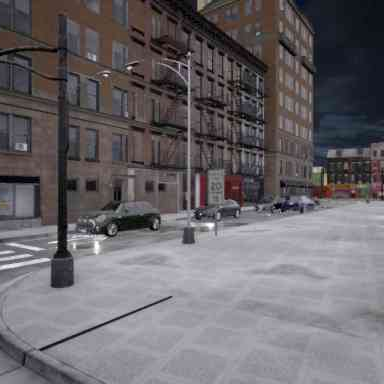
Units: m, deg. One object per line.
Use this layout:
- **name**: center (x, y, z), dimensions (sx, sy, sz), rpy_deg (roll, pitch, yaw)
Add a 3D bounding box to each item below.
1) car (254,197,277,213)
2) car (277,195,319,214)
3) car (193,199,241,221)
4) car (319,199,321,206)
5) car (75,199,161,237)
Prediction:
- **car**: center (7.944, 1.218, 33.503), dimensions (2.128, 1.511, 4.902), rpy_deg (0, 1, 36)
- **car**: center (10.400, 1.085, 32.304), dimensions (2.097, 1.767, 4.553), rpy_deg (0, 1, 36)
- **car**: center (2.008, 1.300, 25.260), dimensions (1.837, 1.490, 4.892), rpy_deg (0, 1, 36)
- **car**: center (15.456, 1.247, 43.829), dimensions (1.895, 1.301, 4.718), rpy_deg (0, 0, 36)
- **car**: center (-3.727, 1.218, 17.331), dimensions (2.097, 1.767, 4.553), rpy_deg (0, 1, 37)
